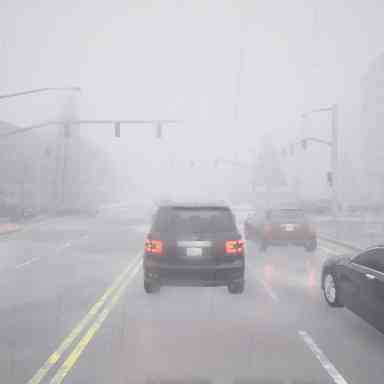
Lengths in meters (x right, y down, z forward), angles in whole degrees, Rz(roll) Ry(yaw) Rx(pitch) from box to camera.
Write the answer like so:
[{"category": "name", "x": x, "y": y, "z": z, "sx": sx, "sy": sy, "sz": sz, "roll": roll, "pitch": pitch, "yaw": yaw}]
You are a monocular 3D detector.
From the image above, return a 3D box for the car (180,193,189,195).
[{"category": "car", "x": -1.795, "y": 1.496, "z": 80.194, "sx": 1.837, "sy": 1.490, "sz": 4.892, "roll": 0, "pitch": 0, "yaw": -1}]

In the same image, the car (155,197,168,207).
[{"category": "car", "x": -4.704, "y": 1.526, "z": 51.917, "sx": 1.812, "sy": 1.442, "sz": 4.674, "roll": 0, "pitch": 0, "yaw": -1}]

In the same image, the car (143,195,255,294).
[{"category": "car", "x": 0.053, "y": 1.221, "z": 8.960, "sx": 2.150, "sy": 2.045, "sz": 5.566, "roll": 0, "pitch": 0, "yaw": 0}]

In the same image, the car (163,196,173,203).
[{"category": "car", "x": -5.079, "y": 1.553, "z": 71.188, "sx": 1.994, "sy": 1.385, "sz": 4.181, "roll": 0, "pitch": 0, "yaw": -1}]

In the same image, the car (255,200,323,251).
[{"category": "car", "x": 3.535, "y": 1.352, "z": 14.138, "sx": 2.097, "sy": 1.767, "sz": 4.553, "roll": 0, "pitch": 0, "yaw": 0}]

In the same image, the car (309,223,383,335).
[{"category": "car", "x": 3.607, "y": 1.505, "z": 5.057, "sx": 1.837, "sy": 1.490, "sz": 4.892, "roll": 0, "pitch": 0, "yaw": 0}]

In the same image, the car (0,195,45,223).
[{"category": "car", "x": -14.637, "y": 1.221, "z": 25.269, "sx": 5.566, "sy": 2.045, "sz": 2.150, "roll": 0, "pitch": 0, "yaw": 1}]

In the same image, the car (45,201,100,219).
[{"category": "car", "x": -10.542, "y": 1.492, "z": 29.009, "sx": 4.902, "sy": 1.511, "sz": 2.128, "roll": 0, "pitch": 0, "yaw": -2}]

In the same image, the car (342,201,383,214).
[{"category": "car", "x": 18.485, "y": 1.601, "z": 34.147, "sx": 4.718, "sy": 1.301, "sz": 1.895, "roll": 0, "pitch": 0, "yaw": -2}]

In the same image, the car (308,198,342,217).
[{"category": "car", "x": 10.473, "y": 1.492, "z": 30.190, "sx": 4.902, "sy": 1.511, "sz": 2.128, "roll": 0, "pitch": 0, "yaw": -2}]

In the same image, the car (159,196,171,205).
[{"category": "car", "x": -4.904, "y": 1.478, "z": 61.307, "sx": 1.882, "sy": 1.535, "sz": 5.008, "roll": 0, "pitch": 0, "yaw": -1}]

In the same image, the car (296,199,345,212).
[{"category": "car", "x": 14.435, "y": 1.505, "z": 37.539, "sx": 4.892, "sy": 1.490, "sz": 1.837, "roll": 0, "pitch": 0, "yaw": -2}]

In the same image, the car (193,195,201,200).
[{"category": "car", "x": 1.461, "y": 1.553, "z": 90.341, "sx": 1.994, "sy": 1.385, "sz": 4.181, "roll": 0, "pitch": 0, "yaw": -1}]
